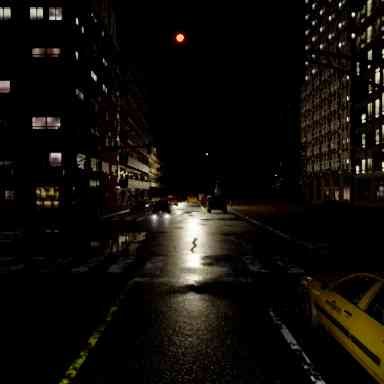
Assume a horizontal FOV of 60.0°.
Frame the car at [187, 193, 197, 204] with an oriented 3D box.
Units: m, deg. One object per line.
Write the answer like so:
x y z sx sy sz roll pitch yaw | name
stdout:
0.098 1.527 65.363 1.882 1.535 5.008 0 0 0 | car

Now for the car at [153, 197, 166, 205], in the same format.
-5.696 1.582 58.454 1.887 1.381 4.507 0 0 0 | car

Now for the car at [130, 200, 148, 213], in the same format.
-5.694 1.562 36.348 2.008 1.369 4.403 0 0 0 | car

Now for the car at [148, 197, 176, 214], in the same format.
-3.102 1.558 35.441 2.033 1.411 5.357 0 0 0 | car

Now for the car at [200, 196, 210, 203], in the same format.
2.684 1.600 69.509 1.887 1.381 4.507 0 0 0 | car

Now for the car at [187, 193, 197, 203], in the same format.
0.000 1.291 75.839 2.150 2.045 5.566 0 0 0 | car

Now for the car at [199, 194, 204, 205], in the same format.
2.683 1.353 58.455 2.192 1.841 5.009 0 0 0 | car

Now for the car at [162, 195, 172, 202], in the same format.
-5.697 1.505 75.035 1.967 1.590 4.097 0 0 0 | car

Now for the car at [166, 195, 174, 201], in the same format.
-5.697 1.611 85.918 1.752 1.417 4.829 0 0 0 | car

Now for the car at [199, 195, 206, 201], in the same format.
2.684 1.612 86.258 1.752 1.417 4.829 0 0 0 | car

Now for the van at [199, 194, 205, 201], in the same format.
2.682 1.439 91.614 1.690 1.788 3.998 0 0 0 | van

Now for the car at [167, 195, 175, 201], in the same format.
-5.697 1.642 91.614 1.887 1.381 4.507 0 0 0 | car

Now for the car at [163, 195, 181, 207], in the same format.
-3.098 1.552 50.919 1.812 1.442 4.674 0 0 0 | car

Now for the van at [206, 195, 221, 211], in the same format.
2.684 1.357 41.875 1.690 1.788 3.998 0 0 0 | van

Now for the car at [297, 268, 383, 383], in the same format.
2.687 1.525 4.106 1.752 1.417 4.829 0 0 0 | car

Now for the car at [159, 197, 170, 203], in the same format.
-5.696 1.638 69.509 1.802 1.307 4.206 0 0 0 | car

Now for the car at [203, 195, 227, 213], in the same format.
2.684 1.326 36.349 2.192 1.841 5.009 0 0 0 | car

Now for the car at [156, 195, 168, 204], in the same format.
-5.697 1.487 63.982 1.967 1.590 4.097 0 0 0 | car
